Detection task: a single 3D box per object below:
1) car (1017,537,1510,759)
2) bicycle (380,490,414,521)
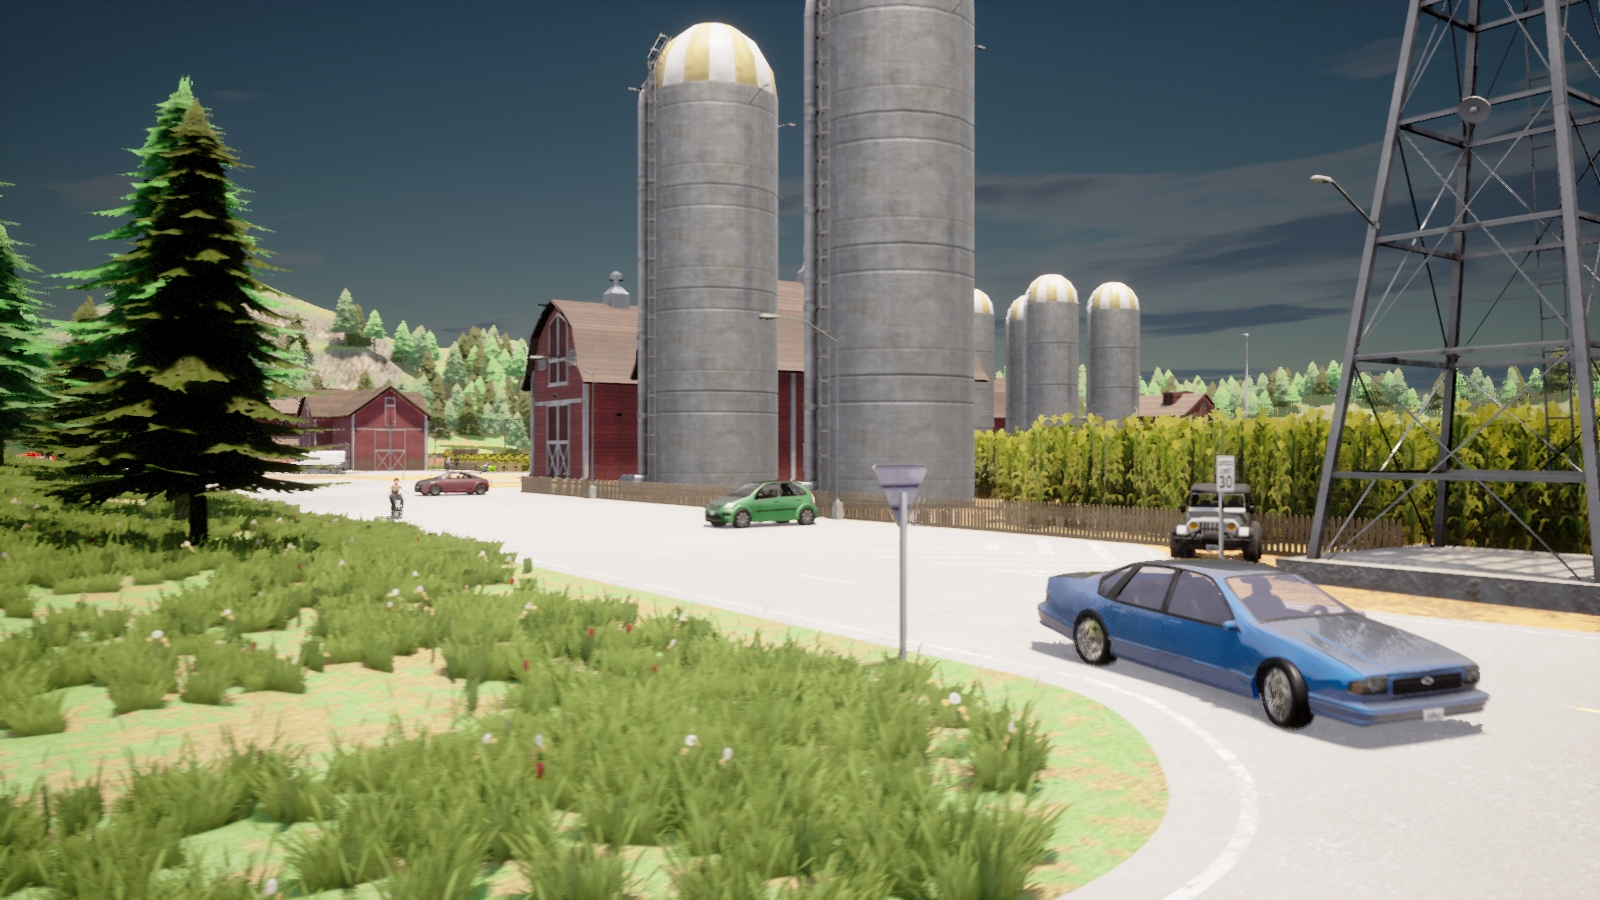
[{"bbox_3d":[4.925,2.016,13.236,2.033,1.411,5.357,0,2,-24],"label":"car"},{"bbox_3d":[-15.492,2.120,43.913,0.859,1.080,1.487,0,0,-34],"label":"bicycle"}]
